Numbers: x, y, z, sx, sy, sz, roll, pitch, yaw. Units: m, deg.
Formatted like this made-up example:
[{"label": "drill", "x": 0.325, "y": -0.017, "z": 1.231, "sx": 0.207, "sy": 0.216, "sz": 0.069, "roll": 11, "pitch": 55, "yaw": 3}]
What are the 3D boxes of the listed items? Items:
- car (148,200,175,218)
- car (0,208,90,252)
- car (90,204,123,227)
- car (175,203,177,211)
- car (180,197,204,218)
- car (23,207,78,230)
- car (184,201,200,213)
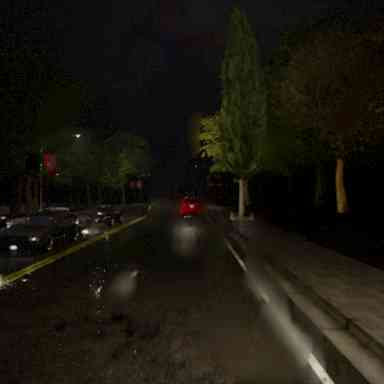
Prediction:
[{"label": "car", "x": -3.249, "y": 1.667, "z": 34.373, "sx": 2.097, "sy": 1.767, "sz": 4.553, "roll": 0, "pitch": -1, "yaw": 0}, {"label": "car", "x": -6.508, "y": 1.665, "z": 14.795, "sx": 2.033, "sy": 1.411, "sz": 5.357, "roll": 0, "pitch": -1, "yaw": 0}, {"label": "car", "x": -6.501, "y": 1.723, "z": 25.041, "sx": 1.837, "sy": 1.490, "sz": 4.892, "roll": 0, "pitch": -1, "yaw": 0}, {"label": "car", "x": -3.227, "y": 1.970, "z": 46.951, "sx": 1.837, "sy": 1.490, "sz": 4.892, "roll": 0, "pitch": 0, "yaw": 0}, {"label": "car", "x": -0.001, "y": 1.533, "z": 33.919, "sx": 2.150, "sy": 2.045, "sz": 5.566, "roll": 0, "pitch": -1, "yaw": 0}, {"label": "car", "x": -9.751, "y": 1.803, "z": 23.411, "sx": 1.895, "sy": 1.301, "sz": 4.718, "roll": 0, "pitch": -1, "yaw": 0}, {"label": "car", "x": 0.011, "y": 1.997, "z": 45.763, "sx": 2.033, "sy": 1.411, "sz": 5.357, "roll": 0, "pitch": -1, "yaw": 0}]
